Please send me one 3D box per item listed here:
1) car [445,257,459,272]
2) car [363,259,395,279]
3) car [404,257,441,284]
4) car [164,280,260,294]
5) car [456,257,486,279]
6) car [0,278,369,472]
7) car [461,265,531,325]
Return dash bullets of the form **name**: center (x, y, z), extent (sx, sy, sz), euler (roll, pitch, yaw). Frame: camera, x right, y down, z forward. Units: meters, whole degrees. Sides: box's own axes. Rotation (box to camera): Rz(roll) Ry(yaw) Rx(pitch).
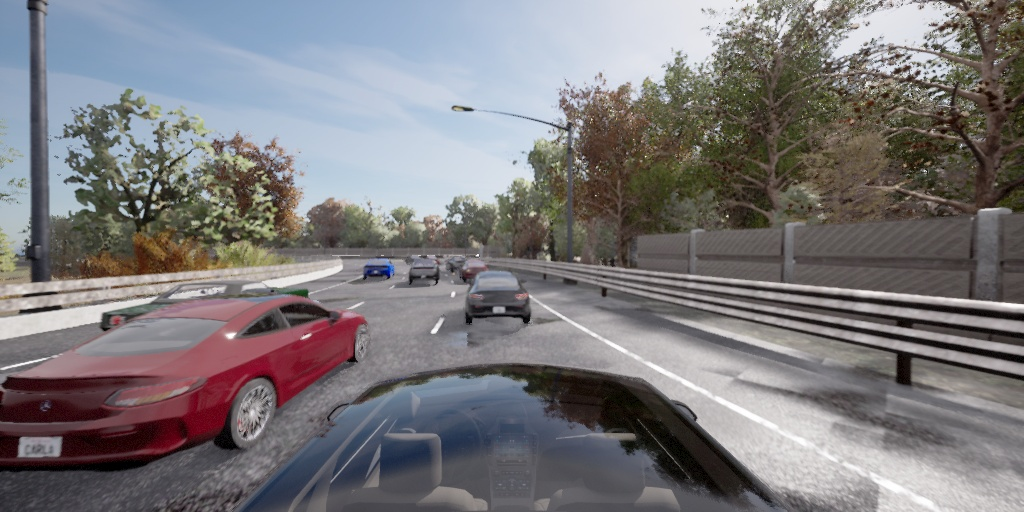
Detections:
- **car**: center (-5.730, 0.872, 37.239), extent (2.128, 1.511, 4.902), euler (0, 0, -19)
- **car**: center (-10.312, 0.960, 28.002), extent (1.882, 1.535, 5.008), euler (0, 1, -14)
- **car**: center (-5.812, 1.013, 23.968), extent (2.128, 1.511, 4.902), euler (0, 1, -11)
- **car**: center (-7.282, 1.277, 9.349), extent (1.895, 1.301, 4.718), euler (0, 1, -4)
- **car**: center (-2.739, 1.025, 25.828), extent (1.812, 1.442, 4.674), euler (0, 1, -13)
- **car**: center (-3.604, 1.244, 4.991), extent (1.812, 1.442, 4.674), euler (0, 1, -1)
- **car**: center (-0.491, 1.175, 11.357), extent (1.812, 1.442, 4.674), euler (0, 0, -4)
